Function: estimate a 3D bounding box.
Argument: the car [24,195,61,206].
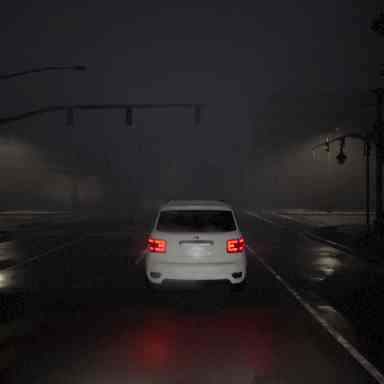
[{"bbox_3d":[-23.303,1.295,51.024,4.611,1.667,2.242,0,0,1],"label":"car"}]

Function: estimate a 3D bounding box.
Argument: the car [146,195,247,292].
[{"bbox_3d":[0.089,1.221,9.091,2.150,2.045,5.566,0,0,0],"label":"car"}]

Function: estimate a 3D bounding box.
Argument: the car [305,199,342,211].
[{"bbox_3d":[16.225,1.564,41.091,4.181,1.385,1.994,0,0,0],"label":"car"}]

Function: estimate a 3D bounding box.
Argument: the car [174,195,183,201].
[{"bbox_3d":[-3.287,1.539,82.512,2.033,1.411,5.357,0,0,0],"label":"car"}]

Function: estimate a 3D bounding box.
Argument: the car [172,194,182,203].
[{"bbox_3d":[-3.202,1.355,72.164,2.097,1.767,4.553,0,0,0],"label":"car"}]

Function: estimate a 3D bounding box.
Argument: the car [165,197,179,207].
[{"bbox_3d":[-3.120,1.547,52.584,2.033,1.411,5.357,0,0,0],"label":"car"}]

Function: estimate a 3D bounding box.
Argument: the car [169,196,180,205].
[{"bbox_3d":[-3.183,1.478,62.161,1.882,1.535,5.008,0,0,0],"label":"car"}]

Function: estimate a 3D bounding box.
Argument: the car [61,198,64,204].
[{"bbox_3d":[-24.018,1.456,56.775,3.806,1.475,1.970,0,0,1],"label":"car"}]
